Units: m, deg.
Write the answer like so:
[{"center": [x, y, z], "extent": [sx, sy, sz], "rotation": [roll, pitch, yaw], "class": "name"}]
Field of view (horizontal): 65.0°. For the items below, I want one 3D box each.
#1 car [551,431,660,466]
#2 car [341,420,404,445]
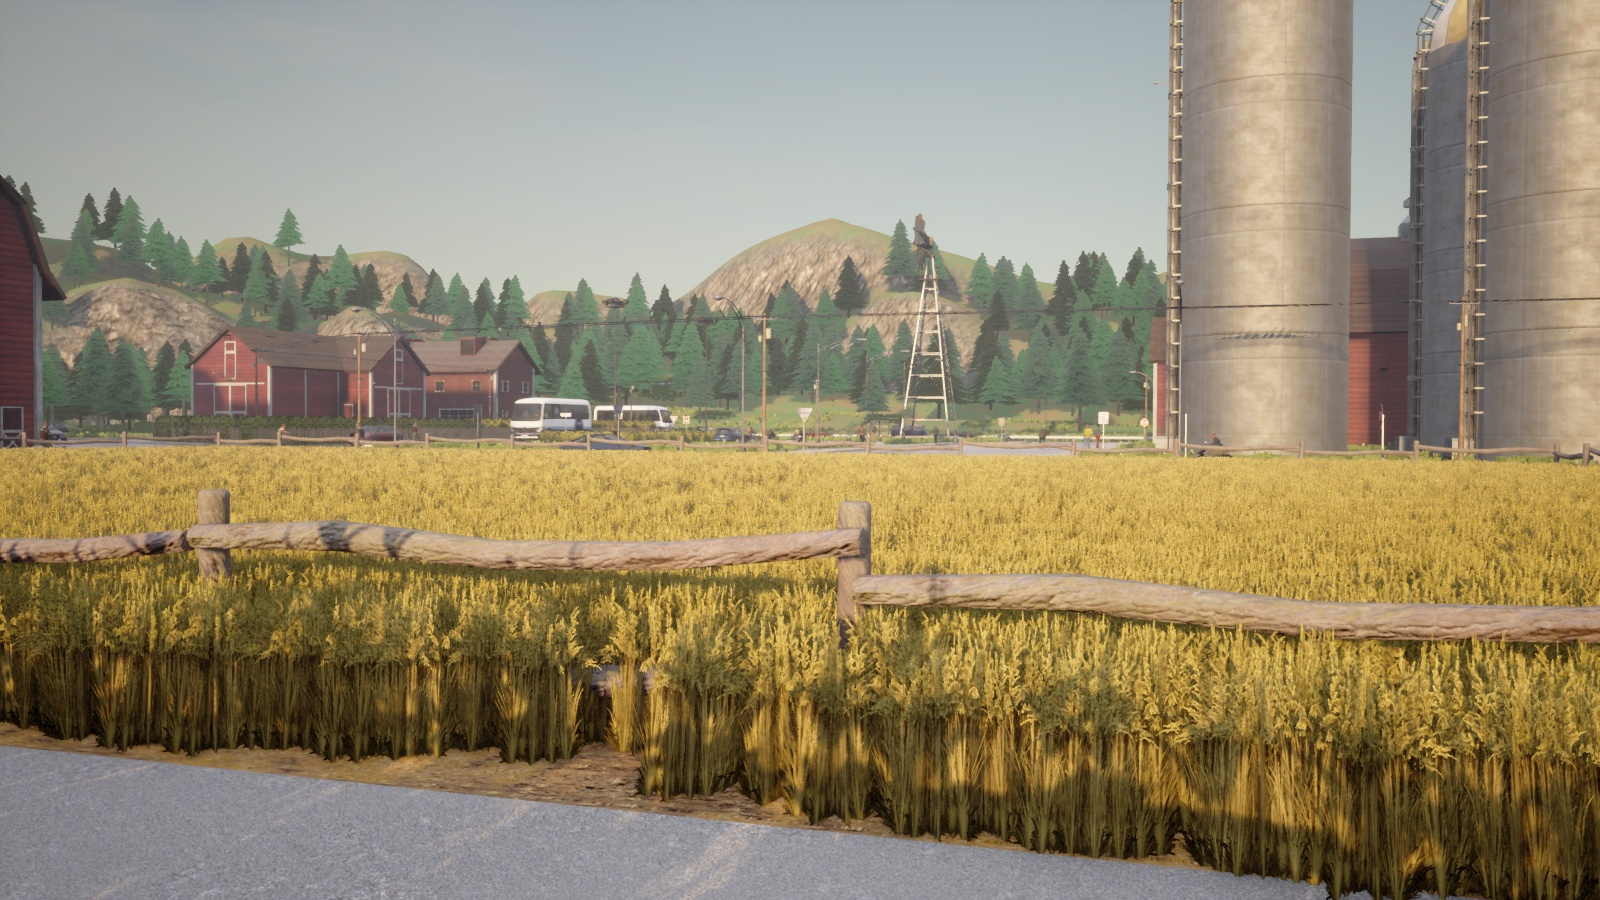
[{"center": [-8.353, -0.078, 54.005], "extent": [4.181, 1.385, 1.994], "rotation": [1, 1, 18], "class": "car"}, {"center": [-31.512, -1.309, 92.680], "extent": [2.097, 1.767, 4.553], "rotation": [1, 1, 18], "class": "car"}]
